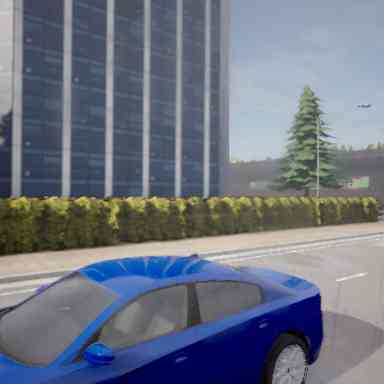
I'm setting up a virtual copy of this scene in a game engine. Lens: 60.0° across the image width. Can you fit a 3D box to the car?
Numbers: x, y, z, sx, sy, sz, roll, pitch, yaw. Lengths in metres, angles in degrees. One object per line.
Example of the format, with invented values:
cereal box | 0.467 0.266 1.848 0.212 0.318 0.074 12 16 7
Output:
car | -0.653 1.493 3.523 5.008 1.535 1.882 1 -1 -35
